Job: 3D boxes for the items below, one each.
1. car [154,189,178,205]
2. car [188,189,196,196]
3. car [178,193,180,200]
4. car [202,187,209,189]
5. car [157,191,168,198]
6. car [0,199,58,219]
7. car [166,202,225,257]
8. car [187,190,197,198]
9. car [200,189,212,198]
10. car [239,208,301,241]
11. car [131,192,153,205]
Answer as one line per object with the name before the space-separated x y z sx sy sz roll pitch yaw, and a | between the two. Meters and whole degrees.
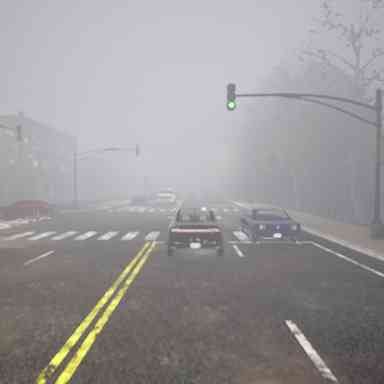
car | -3.346 0.595 43.779 2.150 2.045 5.566 0 1 0
car | -0.013 0.157 80.585 1.882 1.535 5.008 0 1 0
car | -3.270 0.719 61.796 1.895 1.301 4.718 0 1 0
car | 3.237 -0.096 80.612 2.150 2.045 5.566 0 1 0
car | -6.510 0.445 74.564 2.128 1.511 4.902 0 1 0
car | -12.682 1.258 25.469 4.674 1.442 1.812 -1 1 6
car | 0.100 1.318 12.143 2.128 1.511 4.902 0 1 0
car | -0.012 0.467 70.170 1.882 1.535 5.008 0 1 0
car | 3.238 0.529 70.172 2.033 1.411 5.357 0 1 0
car | 3.349 1.384 15.227 1.895 1.301 4.718 0 1 0
car | -6.596 0.993 42.651 1.895 1.301 4.718 0 1 0
